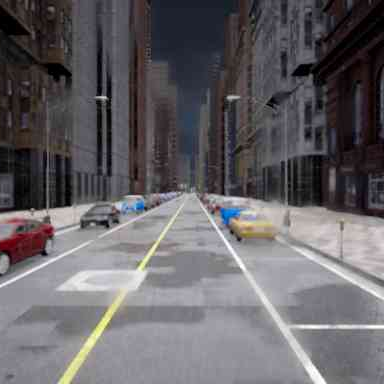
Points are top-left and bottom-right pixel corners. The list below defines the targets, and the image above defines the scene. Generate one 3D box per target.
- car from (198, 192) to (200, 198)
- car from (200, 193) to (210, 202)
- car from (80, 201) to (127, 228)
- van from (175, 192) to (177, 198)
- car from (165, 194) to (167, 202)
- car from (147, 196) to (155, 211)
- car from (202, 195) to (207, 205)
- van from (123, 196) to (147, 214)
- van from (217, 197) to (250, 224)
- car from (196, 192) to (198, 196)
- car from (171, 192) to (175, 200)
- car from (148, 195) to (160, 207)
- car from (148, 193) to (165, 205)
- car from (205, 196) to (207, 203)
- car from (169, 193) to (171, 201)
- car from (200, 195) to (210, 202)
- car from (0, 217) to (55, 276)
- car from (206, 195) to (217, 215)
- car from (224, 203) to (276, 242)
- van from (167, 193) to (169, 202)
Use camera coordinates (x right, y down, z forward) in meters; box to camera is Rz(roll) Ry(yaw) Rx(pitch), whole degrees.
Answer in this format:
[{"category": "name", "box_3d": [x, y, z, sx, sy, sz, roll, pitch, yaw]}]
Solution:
[{"category": "car", "box_3d": [2.762, 1.105, 66.557, 2.192, 1.841, 5.009, 0, 0, 0]}, {"category": "car", "box_3d": [2.762, 1.265, 55.284, 1.967, 1.590, 4.097, 0, 0, 0]}, {"category": "car", "box_3d": [-5.764, 1.495, 21.455, 1.947, 1.339, 4.313, 0, 0, 0]}, {"category": "van", "box_3d": [-5.763, 1.062, 89.095, 1.690, 1.788, 3.998, 0, 0, 0]}, {"category": "car", "box_3d": [-5.763, 1.369, 55.275, 1.887, 1.381, 4.507, 0, 0, 0]}, {"category": "car", "box_3d": [-5.763, 1.442, 38.365, 1.947, 1.339, 4.313, 0, 0, 0]}, {"category": "car", "box_3d": [2.762, 1.410, 44.013, 2.008, 1.369, 4.403, 0, 0, 0]}, {"category": "van", "box_3d": [-5.764, 1.235, 32.728, 1.690, 1.788, 3.998, 0, 0, 0]}, {"category": "van", "box_3d": [2.760, 1.271, 21.466, 1.690, 1.788, 3.998, 0, 0, 0]}, {"category": "car", "box_3d": [2.763, 1.162, 89.102, 1.967, 1.590, 4.097, 0, 0, 0]}, {"category": "car", "box_3d": [-5.763, 1.195, 77.822, 1.967, 1.590, 4.097, 0, 0, 0]}, {"category": "car", "box_3d": [-5.763, 1.425, 44.002, 1.947, 1.339, 4.313, 0, 0, 0]}, {"category": "car", "box_3d": [-5.764, 1.156, 49.638, 2.192, 1.841, 5.009, 0, 0, 0]}, {"category": "car", "box_3d": [2.761, 1.402, 38.546, 1.752, 1.417, 4.829, 0, 0, 0]}, {"category": "car", "box_3d": [-5.763, 1.229, 66.549, 1.967, 1.590, 4.097, 0, 0, 0]}, {"category": "car", "box_3d": [2.763, 1.318, 72.194, 1.887, 1.381, 4.507, 0, 0, 0]}, {"category": "car", "box_3d": [-5.764, 1.509, 10.182, 1.887, 1.381, 4.507, 0, 0, 0]}, {"category": "car", "box_3d": [2.761, 1.334, 32.740, 1.967, 1.590, 4.097, 0, 0, 0]}, {"category": "car", "box_3d": [2.761, 1.472, 16.001, 1.752, 1.417, 4.829, 0, 0, 0]}, {"category": "van", "box_3d": [-5.763, 1.148, 60.912, 1.690, 1.788, 3.998, 0, 0, 0]}]
